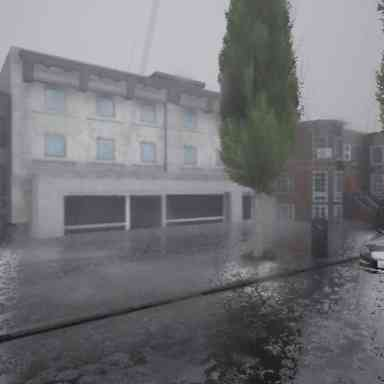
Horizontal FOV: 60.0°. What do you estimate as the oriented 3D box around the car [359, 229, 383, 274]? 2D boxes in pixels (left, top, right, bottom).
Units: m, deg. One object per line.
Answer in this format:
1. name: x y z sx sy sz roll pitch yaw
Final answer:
1. car: 6.575 1.452 9.247 4.902 1.511 2.128 0 0 -35
